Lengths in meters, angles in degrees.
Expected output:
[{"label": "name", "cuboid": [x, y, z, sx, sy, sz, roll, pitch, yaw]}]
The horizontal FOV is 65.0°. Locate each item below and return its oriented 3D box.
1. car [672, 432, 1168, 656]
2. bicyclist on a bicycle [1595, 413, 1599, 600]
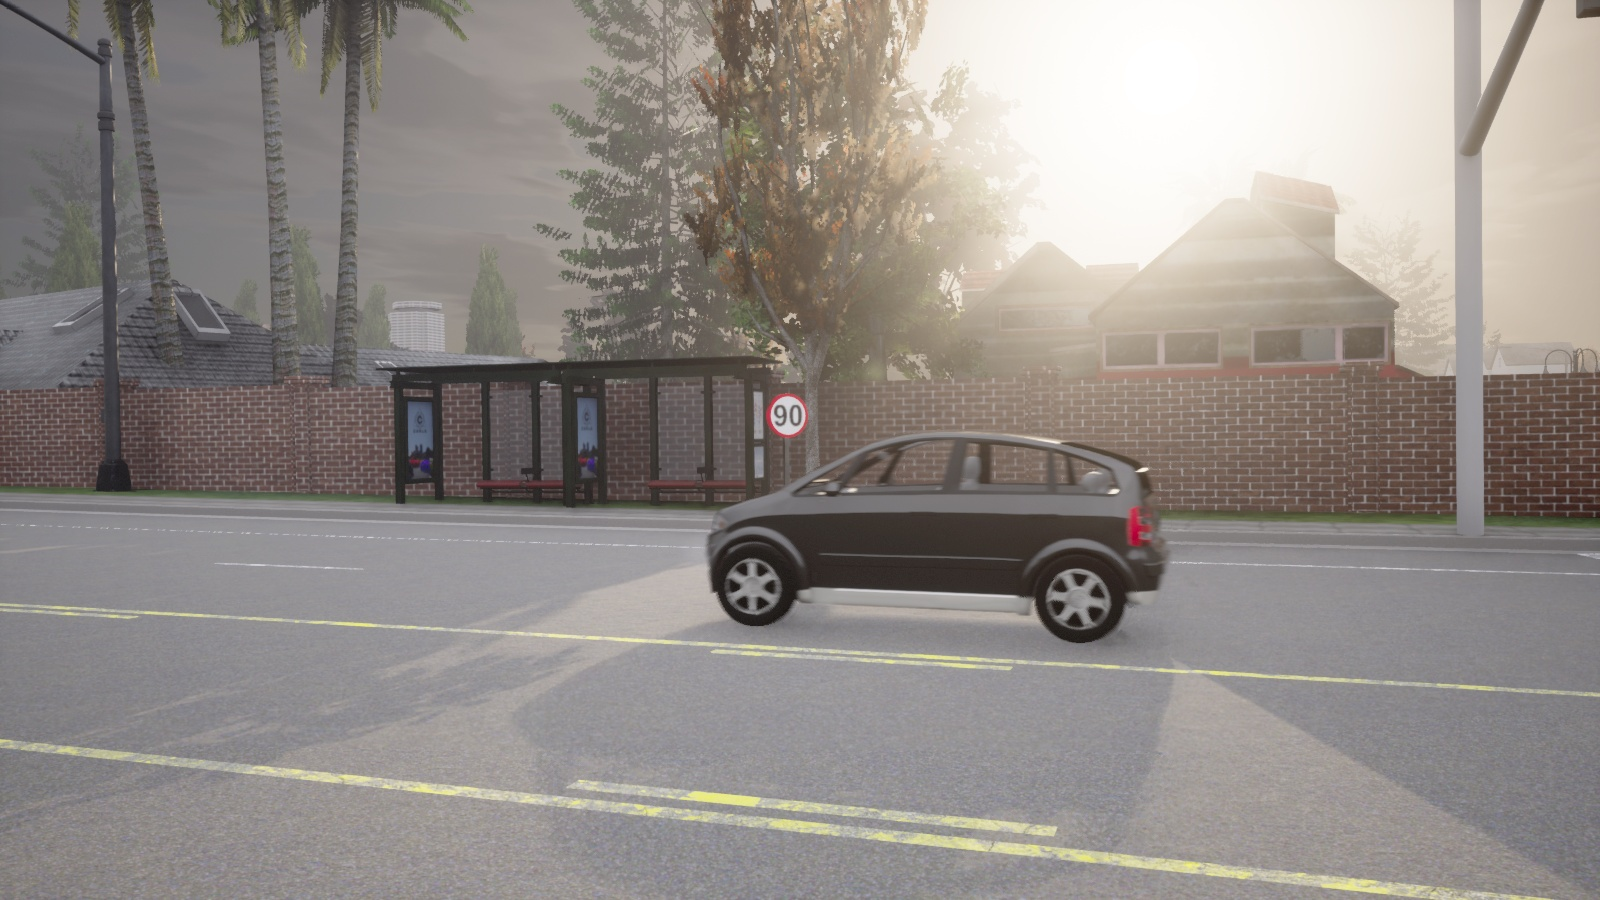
[{"label": "car", "cuboid": [1.024, 0.637, 10.233, 3.705, 1.549, 1.789, 1, 1, 19]}, {"label": "bicyclist on a bicycle", "cuboid": [8.412, 0.544, 11.440, 1.843, 1.776, 0.659, 1, 1, 19]}]
